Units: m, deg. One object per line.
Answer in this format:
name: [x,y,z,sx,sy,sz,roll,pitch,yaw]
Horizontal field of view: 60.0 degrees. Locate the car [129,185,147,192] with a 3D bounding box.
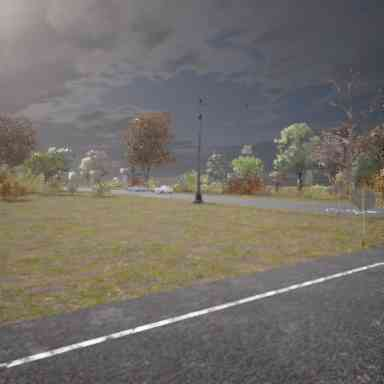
car: [-10.635,-0.631,64.903,1.895,1.301,4.718,0,2,-36]

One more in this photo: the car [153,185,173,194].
car: [-5.024,-0.396,57.083,1.812,1.442,4.674,0,2,-36]
